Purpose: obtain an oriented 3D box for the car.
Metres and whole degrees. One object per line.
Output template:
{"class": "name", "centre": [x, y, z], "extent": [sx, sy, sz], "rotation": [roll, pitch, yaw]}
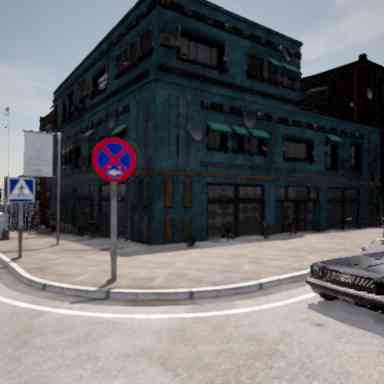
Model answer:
{"class": "car", "centre": [4.694, 1.673, 7.186], "extent": [4.718, 1.301, 1.895], "rotation": [1, 0, -31]}
